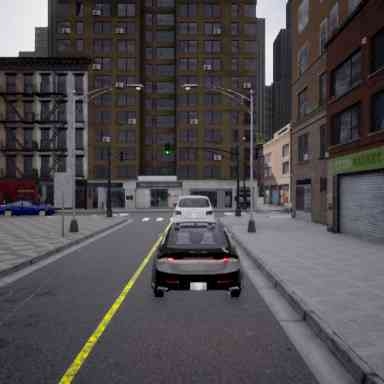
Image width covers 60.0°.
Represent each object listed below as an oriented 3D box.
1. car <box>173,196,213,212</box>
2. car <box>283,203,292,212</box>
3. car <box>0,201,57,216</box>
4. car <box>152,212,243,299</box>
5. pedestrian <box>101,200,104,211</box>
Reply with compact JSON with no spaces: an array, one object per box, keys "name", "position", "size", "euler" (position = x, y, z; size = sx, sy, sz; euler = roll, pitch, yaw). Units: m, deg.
[{"name":"car","position":[0.086,1.217,19.485],"size":[2.150,2.045,5.566],"euler":[0,0,0]},{"name":"car","position":[12.055,1.396,35.140],"size":[4.674,1.442,1.812],"euler":[-1,0,-1]},{"name":"car","position":[-15.481,1.578,31.589],"size":[5.008,1.535,1.882],"euler":[0,0,-2]},{"name":"car","position":[0.097,1.491,8.457],"size":[2.128,1.511,4.902],"euler":[0,0,0]},{"name":"pedestrian","position":[-10.167,1.498,37.899],"size":[0.375,1.300,0.375],"euler":[0,0,-1]}]
